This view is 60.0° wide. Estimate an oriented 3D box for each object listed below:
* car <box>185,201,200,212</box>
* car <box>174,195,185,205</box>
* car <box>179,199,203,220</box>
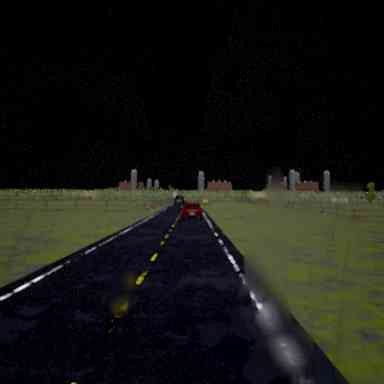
[{"bbox_3d":[0.057,1.982,45.426,1.895,1.301,4.718,0,0,1],"label":"car"},{"bbox_3d":[-2.732,1.735,71.817,2.150,2.045,5.566,0,0,0],"label":"car"},{"bbox_3d":[0.016,1.746,31.388,1.882,1.535,5.008,0,0,0],"label":"car"}]
